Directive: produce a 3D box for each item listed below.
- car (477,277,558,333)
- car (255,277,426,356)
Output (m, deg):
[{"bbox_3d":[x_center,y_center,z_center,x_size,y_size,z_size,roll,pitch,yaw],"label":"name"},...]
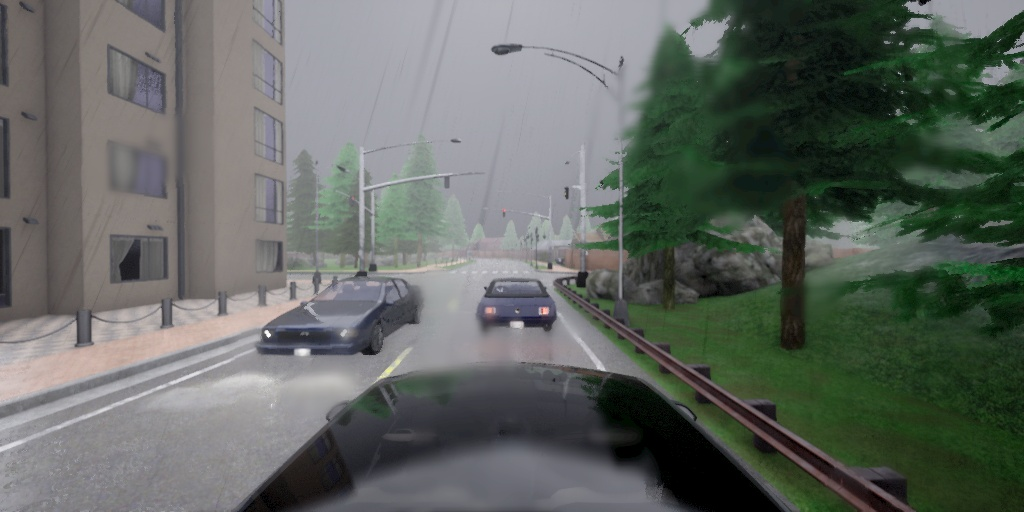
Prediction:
[{"bbox_3d":[0.106,1.264,10.428,1.895,1.301,4.718,0,1,-1],"label":"car"},{"bbox_3d":[-3.539,1.227,8.759,2.033,1.411,5.357,0,1,1],"label":"car"}]
